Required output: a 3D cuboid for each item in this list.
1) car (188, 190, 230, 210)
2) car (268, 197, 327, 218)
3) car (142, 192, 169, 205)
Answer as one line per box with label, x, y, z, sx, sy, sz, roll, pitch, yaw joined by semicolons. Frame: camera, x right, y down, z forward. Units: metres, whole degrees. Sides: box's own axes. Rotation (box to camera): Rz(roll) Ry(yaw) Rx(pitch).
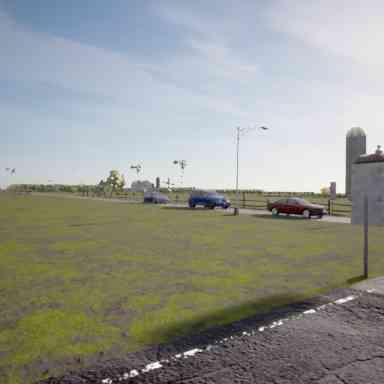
car;1.777;0.812;36.597;2.150;2.045;5.566;1;0;-36
car;8.546;1.234;27.282;1.882;1.535;5.008;1;0;-36
car;-4.999;0.785;45.932;2.097;1.767;4.553;1;0;-36
